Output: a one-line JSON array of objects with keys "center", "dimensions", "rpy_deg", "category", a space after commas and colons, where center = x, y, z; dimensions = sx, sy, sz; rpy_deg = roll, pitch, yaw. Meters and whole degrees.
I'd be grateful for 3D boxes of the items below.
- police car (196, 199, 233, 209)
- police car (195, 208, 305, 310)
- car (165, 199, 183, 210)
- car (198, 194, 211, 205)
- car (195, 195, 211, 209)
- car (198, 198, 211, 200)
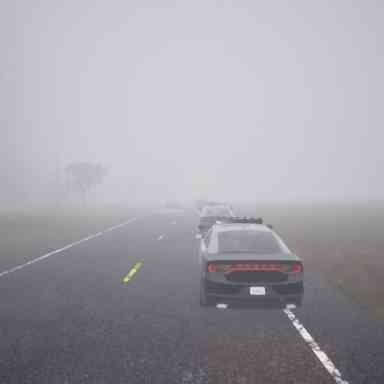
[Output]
[{"center": [1.313, 1.422, 18.034], "dimensions": [1.930, 1.638, 5.238], "rpy_deg": [0, 0, 1], "category": "police car"}, {"center": [1.118, 1.424, 8.070], "dimensions": [1.930, 1.638, 5.238], "rpy_deg": [0, 0, 1], "category": "police car"}, {"center": [-2.238, 1.552, 42.317], "dimensions": [1.994, 1.385, 4.181], "rpy_deg": [0, 0, 3], "category": "car"}, {"center": [2.350, 1.325, 60.004], "dimensions": [2.097, 1.767, 4.553], "rpy_deg": [0, 0, 4], "category": "car"}, {"center": [1.456, 1.489, 45.924], "dimensions": [1.837, 1.490, 4.892], "rpy_deg": [0, 0, 4], "category": "car"}, {"center": [1.489, 1.451, 24.092], "dimensions": [1.801, 1.575, 5.366], "rpy_deg": [0, 0, 2], "category": "car"}]
